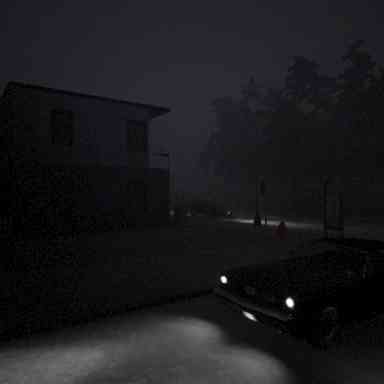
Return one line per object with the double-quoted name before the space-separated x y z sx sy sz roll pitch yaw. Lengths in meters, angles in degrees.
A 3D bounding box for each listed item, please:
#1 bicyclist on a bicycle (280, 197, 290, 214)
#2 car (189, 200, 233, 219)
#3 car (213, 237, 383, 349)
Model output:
"bicyclist on a bicycle" 9.320 1.349 33.312 1.656 1.620 0.582 0 0 -36
"car" 1.622 1.491 29.640 2.128 1.511 4.902 0 0 -36
"car" 2.741 1.601 6.334 4.718 1.301 1.895 0 0 -33
